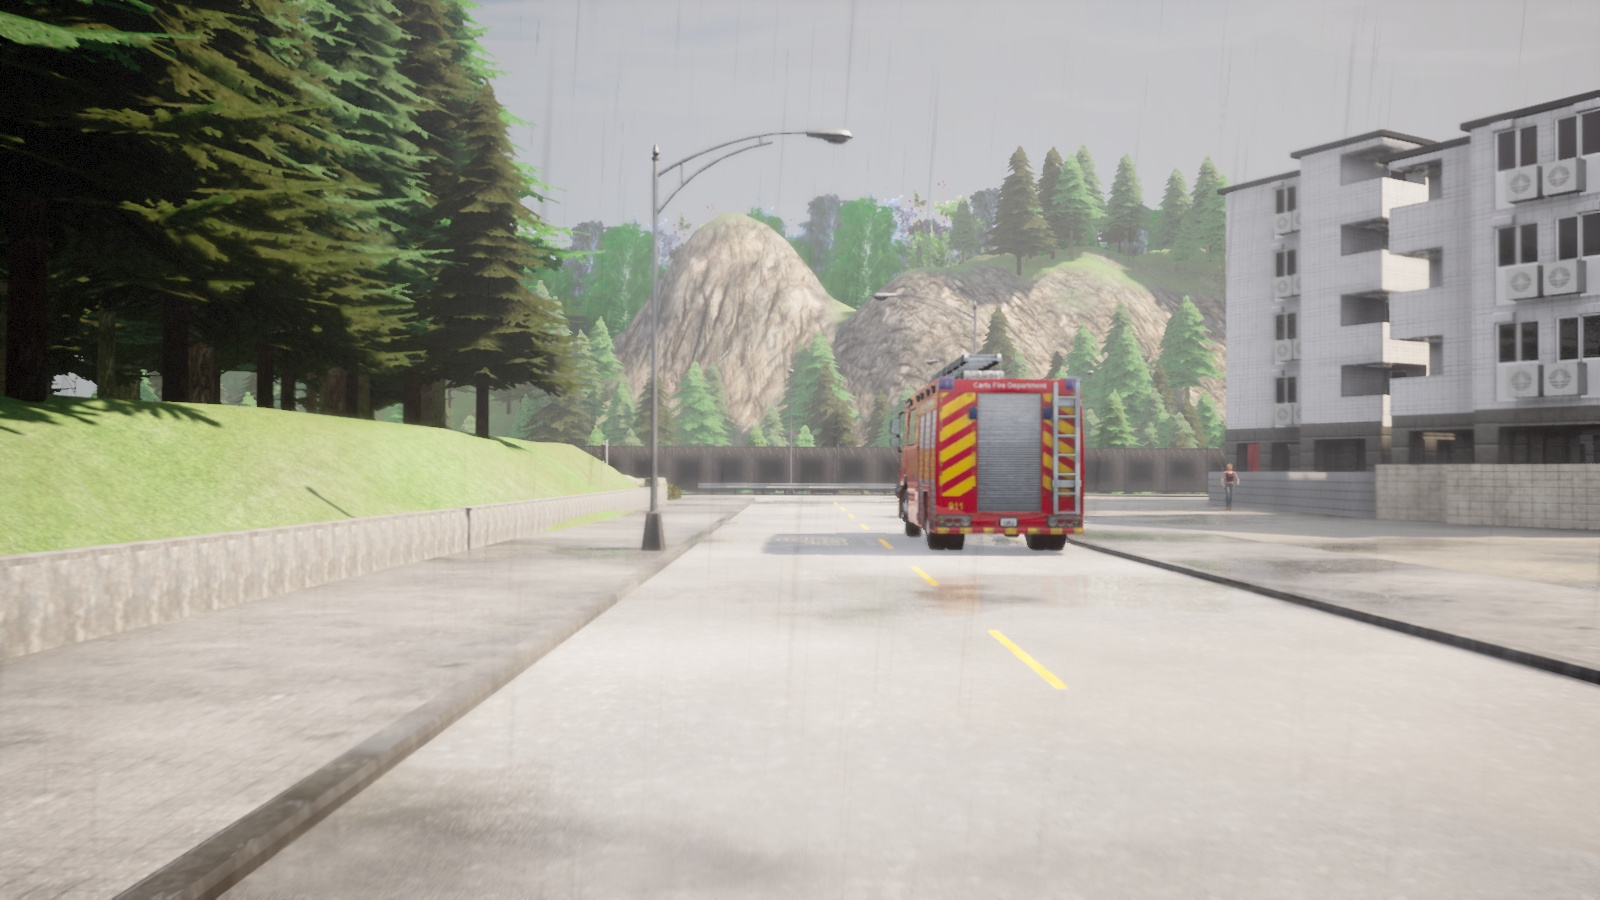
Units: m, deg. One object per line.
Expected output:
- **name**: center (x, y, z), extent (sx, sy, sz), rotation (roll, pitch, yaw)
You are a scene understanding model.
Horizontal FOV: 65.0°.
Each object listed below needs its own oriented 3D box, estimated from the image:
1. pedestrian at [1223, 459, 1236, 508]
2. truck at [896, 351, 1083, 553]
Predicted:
- **pedestrian**: center (16.186, 1.253, 47.375), extent (0.345, 1.836, 0.594), rotation (0, -1, 9)
- **truck**: center (3.931, 0.106, 28.163), extent (2.891, 3.827, 8.468), rotation (0, -1, 0)
